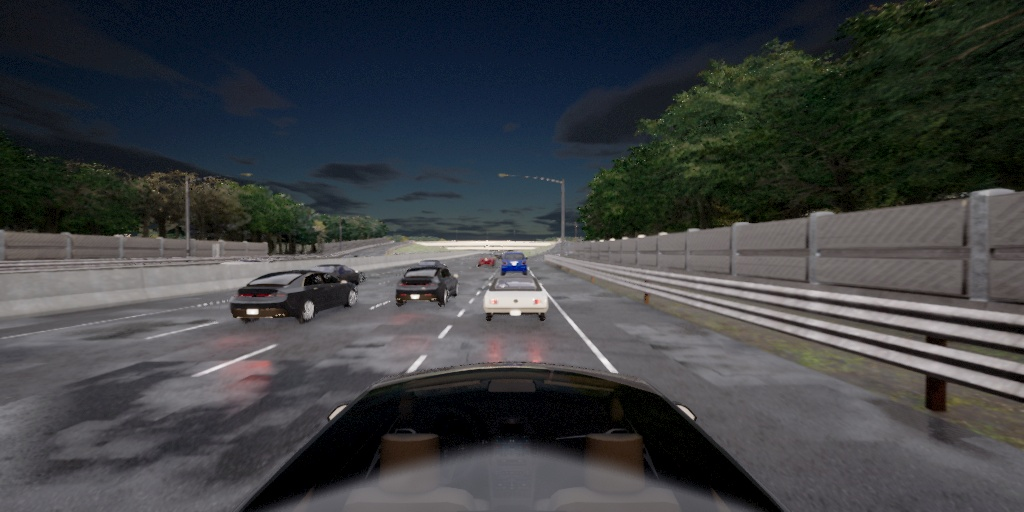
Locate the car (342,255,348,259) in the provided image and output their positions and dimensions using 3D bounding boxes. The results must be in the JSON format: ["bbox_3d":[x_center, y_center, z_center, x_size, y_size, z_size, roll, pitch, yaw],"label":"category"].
[{"bbox_3d":[-24.221,0.574,53.906,1.837,1.490,4.892,0,1,1],"label":"car"}]

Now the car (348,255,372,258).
[{"bbox_3d":[-20.786,0.685,50.468,1.895,1.301,4.718,0,1,1],"label":"car"}]

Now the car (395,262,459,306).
[{"bbox_3d":[-3.480,1.191,15.323,1.837,1.490,4.892,0,1,0],"label":"car"}]

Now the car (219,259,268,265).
[{"bbox_3d":[-27.958,0.931,37.456,1.895,1.301,4.718,0,1,1],"label":"car"}]

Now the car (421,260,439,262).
[{"bbox_3d":[-6.815,1.015,30.180,2.033,1.411,5.357,0,1,0],"label":"car"}]

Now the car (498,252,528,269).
[{"bbox_3d":[0.189,0.676,30.900,2.150,2.045,5.566,0,1,0],"label":"car"}]

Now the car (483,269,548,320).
[{"bbox_3d":[0.113,1.309,12.412,1.895,1.301,4.718,0,0,0],"label":"car"}]

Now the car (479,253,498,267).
[{"bbox_3d":[-3.276,0.476,48.304,2.097,1.767,4.553,0,1,1],"label":"car"}]

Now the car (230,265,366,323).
[{"bbox_3d":[-6.886,1.216,11.945,1.837,1.490,4.892,0,0,0],"label":"car"}]
